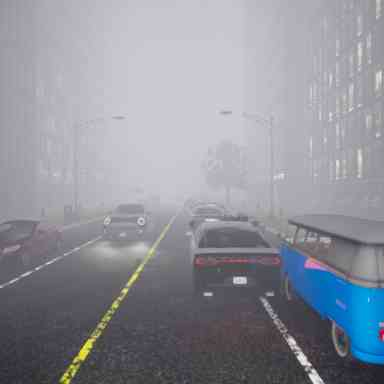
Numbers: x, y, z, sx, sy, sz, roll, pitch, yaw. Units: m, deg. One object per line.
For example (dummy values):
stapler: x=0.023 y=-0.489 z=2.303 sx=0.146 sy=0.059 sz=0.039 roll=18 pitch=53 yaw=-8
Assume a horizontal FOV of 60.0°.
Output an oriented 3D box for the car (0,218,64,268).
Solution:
car: x=-5.717 y=1.582 z=11.266 sx=1.802 sy=1.307 sz=4.206 roll=0 pitch=0 yaw=0

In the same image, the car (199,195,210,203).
car: x=2.527 y=1.401 z=68.208 sx=1.967 sy=1.590 sz=4.097 roll=0 pitch=0 yaw=0

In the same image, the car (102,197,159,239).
car: x=-3.141 y=1.351 z=17.279 sx=2.097 sy=1.767 sz=4.553 roll=0 pitch=0 yaw=0

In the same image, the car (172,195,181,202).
car: x=-3.173 y=1.481 z=71.684 sx=1.812 sy=1.442 sz=4.674 roll=0 pitch=0 yaw=0

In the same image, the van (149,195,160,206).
van: x=-5.813 y=1.328 z=51.115 sx=1.690 sy=1.788 sz=3.998 roll=0 pitch=0 yaw=0

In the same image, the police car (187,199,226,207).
police car: x=0.855 y=1.425 z=18.716 sx=1.930 sy=1.638 sz=5.238 roll=0 pitch=0 yaw=0

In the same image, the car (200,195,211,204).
car: x=2.541 y=1.410 z=62.516 sx=1.967 sy=1.590 sz=4.097 roll=0 pitch=0 yaw=0

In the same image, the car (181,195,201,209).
car: x=-0.102 y=1.471 z=45.189 sx=1.882 sy=1.535 sz=5.008 roll=0 pitch=0 yaw=1

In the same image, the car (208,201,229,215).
car: x=2.609 y=1.581 z=34.054 sx=1.802 sy=1.307 sz=4.206 roll=0 pitch=0 yaw=0

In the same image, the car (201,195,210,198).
car: x=2.582 y=1.544 z=45.439 sx=2.008 sy=1.369 sz=4.403 roll=0 pitch=0 yaw=0

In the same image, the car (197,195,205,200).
car: x=2.472 y=1.463 z=90.978 sx=1.887 sy=1.381 sz=4.507 roll=0 pitch=0 yaw=0

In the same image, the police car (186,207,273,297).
police car: x=0.879 y=1.425 z=8.716 sx=1.930 sy=1.638 sz=5.238 roll=0 pitch=0 yaw=0

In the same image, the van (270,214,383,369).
van: x=2.677 y=1.341 z=5.592 sx=1.690 sy=1.788 sz=3.998 roll=0 pitch=0 yaw=0
